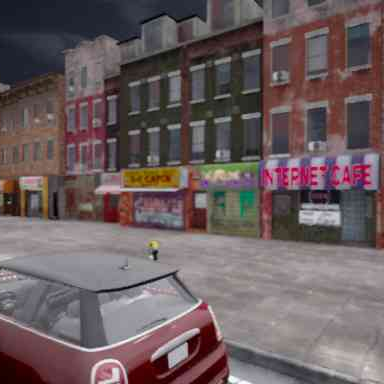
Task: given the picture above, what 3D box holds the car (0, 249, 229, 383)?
[{"bbox_3d":[-1.701,1.440,4.019,4.097,1.590,1.967,0,0,35],"label":"car"}]
